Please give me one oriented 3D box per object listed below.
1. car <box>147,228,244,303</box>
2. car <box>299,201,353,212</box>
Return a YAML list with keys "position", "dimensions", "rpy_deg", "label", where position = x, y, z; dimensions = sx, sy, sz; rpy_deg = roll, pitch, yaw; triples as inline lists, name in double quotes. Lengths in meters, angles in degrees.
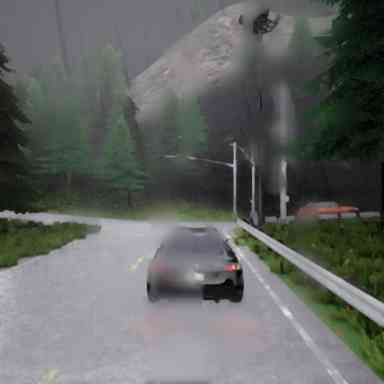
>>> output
- position: [0.083, 1.563, 8.242]
  dimensions: [1.994, 1.385, 4.181]
  rpy_deg: [0, 0, 1]
  label: "car"
- position: [10.742, 1.470, 26.183]
  dimensions: [4.553, 1.767, 2.097]
  rpy_deg: [-4, -1, -1]
  label: "car"
